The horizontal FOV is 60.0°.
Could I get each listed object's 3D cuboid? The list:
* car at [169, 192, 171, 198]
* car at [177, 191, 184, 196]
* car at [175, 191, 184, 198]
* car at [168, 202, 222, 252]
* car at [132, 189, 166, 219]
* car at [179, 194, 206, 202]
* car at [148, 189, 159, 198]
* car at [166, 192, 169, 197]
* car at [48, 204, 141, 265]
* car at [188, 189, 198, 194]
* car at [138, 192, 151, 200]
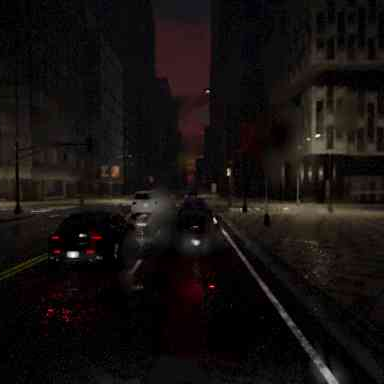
[{"bbox_3d":[-6.316,0.635,82.765,2.128,1.511,4.902,0,1,0],"label":"car"},{"bbox_3d":[-3.047,0.412,91.423,1.812,1.442,4.674,0,1,0],"label":"car"},{"bbox_3d":[-3.070,0.671,81.424,1.994,1.385,4.181,0,1,0],"label":"car"},{"bbox_3d":[0.130,1.354,13.169,1.837,1.490,4.892,0,1,0],"label":"car"},{"bbox_3d":[-3.347,0.933,25.612,2.150,2.045,5.566,0,1,-3],"label":"car"},{"bbox_3d":[0.161,1.175,27.082,1.882,1.535,5.008,0,1,0],"label":"car"},{"bbox_3d":[-9.567,0.334,82.739,2.150,2.045,5.566,0,1,0],"label":"car"},{"bbox_3d":[-6.354,0.772,67.255,1.837,1.490,4.892,0,1,0],"label":"car"},{"bbox_3d":[-3.126,1.375,11.178,1.837,1.490,4.892,0,1,0],"label":"car"},{"bbox_3d":[0.179,0.347,81.025,2.150,2.045,5.566,0,1,0],"label":"car"},{"bbox_3d":[-9.604,0.750,67.263,1.882,1.535,5.008,0,1,0],"label":"car"}]
